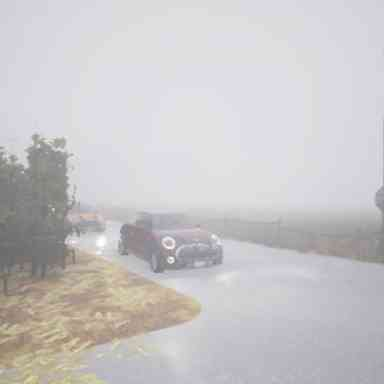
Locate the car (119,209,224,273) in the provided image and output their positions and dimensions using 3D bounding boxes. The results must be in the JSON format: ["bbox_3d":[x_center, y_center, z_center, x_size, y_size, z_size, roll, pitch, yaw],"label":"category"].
[{"bbox_3d":[-0.869,1.433,11.195,2.097,1.767,4.553,1,-1,-29],"label":"car"}]

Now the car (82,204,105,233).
[{"bbox_3d":[-6.983,1.538,20.434,2.097,1.767,4.553,1,-1,-35],"label":"car"}]
